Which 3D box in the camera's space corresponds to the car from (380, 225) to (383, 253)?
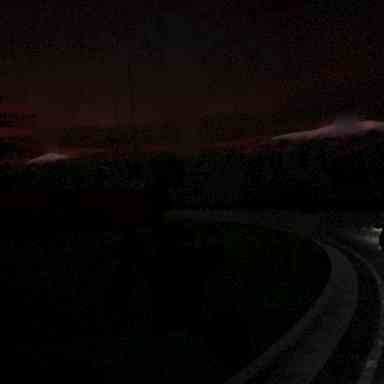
[{"bbox_3d":[7.457,1.514,10.702,2.128,1.511,4.902,0,0,19],"label":"car"}]
